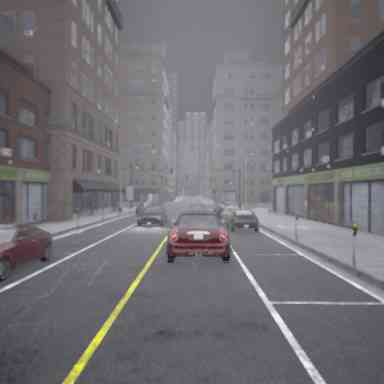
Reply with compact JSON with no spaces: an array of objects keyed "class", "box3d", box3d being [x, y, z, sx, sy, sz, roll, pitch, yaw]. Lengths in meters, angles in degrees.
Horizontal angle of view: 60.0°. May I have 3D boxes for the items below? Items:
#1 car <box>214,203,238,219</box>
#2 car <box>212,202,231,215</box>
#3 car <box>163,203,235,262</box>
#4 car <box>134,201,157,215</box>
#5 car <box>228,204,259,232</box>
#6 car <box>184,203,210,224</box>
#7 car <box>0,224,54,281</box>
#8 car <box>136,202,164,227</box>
[{"class":"car","box3d":[3.235,1.793,32.131,1.947,1.339,4.313,0,0,1]},{"class":"car","box3d":[3.303,1.845,37.717,1.802,1.307,4.206,0,0,1]},{"class":"car","box3d":[0.237,1.443,12.641,2.097,1.767,4.553,0,0,1]},{"class":"car","box3d":[-5.242,1.782,37.818,1.887,1.381,4.507,0,0,1]},{"class":"car","box3d":[3.100,1.705,20.961,2.008,1.369,4.403,0,0,1]},{"class":"car","box3d":[0.421,1.741,28.284,2.033,1.411,5.357,0,0,1]},{"class":"car","box3d":[-5.574,1.635,9.891,1.802,1.307,4.206,0,0,1]},{"class":"car","box3d":[-2.806,1.708,24.664,2.033,1.411,5.357,0,0,1]}]
